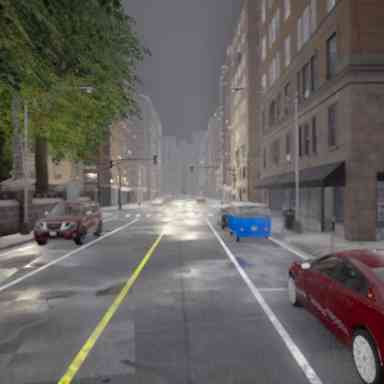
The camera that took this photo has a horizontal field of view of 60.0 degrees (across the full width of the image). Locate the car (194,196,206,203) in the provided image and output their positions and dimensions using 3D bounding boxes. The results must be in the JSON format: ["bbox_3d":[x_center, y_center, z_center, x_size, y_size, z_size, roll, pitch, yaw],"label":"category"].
[{"bbox_3d":[2.176,1.733,76.506,1.967,1.590,4.097,-1,0,-1],"label":"car"}]

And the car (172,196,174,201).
[{"bbox_3d":[-6.444,1.952,87.295,2.008,1.369,4.403,-1,0,-1],"label":"car"}]

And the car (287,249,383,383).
[{"bbox_3d":[2.813,1.550,5.151,1.887,1.381,4.507,0,0,-1],"label":"car"}]

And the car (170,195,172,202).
[{"bbox_3d":[-6.347,1.895,76.394,1.887,1.381,4.507,0,0,-1],"label":"car"}]

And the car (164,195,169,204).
[{"bbox_3d":[-6.250,1.854,65.492,2.008,1.369,4.403,0,0,-1],"label":"car"}]

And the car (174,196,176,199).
[{"bbox_3d":[-6.495,1.743,92.746,2.192,1.841,5.009,-1,0,-1],"label":"car"}]

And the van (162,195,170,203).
[{"bbox_3d":[-6.398,1.717,81.845,1.690,1.788,3.998,0,0,-1],"label":"van"}]

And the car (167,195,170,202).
[{"bbox_3d":[-6.298,1.871,70.943,1.887,1.381,4.507,0,0,-1],"label":"car"}]

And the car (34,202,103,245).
[{"bbox_3d":[-5.813,1.428,16.357,2.192,1.841,5.009,0,0,-1],"label":"car"}]

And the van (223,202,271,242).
[{"bbox_3d":[2.711,1.396,16.473,1.690,1.788,3.998,0,0,-1],"label":"van"}]

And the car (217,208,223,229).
[{"bbox_3d":[2.662,1.644,22.132,1.947,1.339,4.313,0,0,-1],"label":"car"}]

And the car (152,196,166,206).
[{"bbox_3d":[-6.200,1.805,59.872,1.752,1.417,4.829,0,0,-1],"label":"car"}]
